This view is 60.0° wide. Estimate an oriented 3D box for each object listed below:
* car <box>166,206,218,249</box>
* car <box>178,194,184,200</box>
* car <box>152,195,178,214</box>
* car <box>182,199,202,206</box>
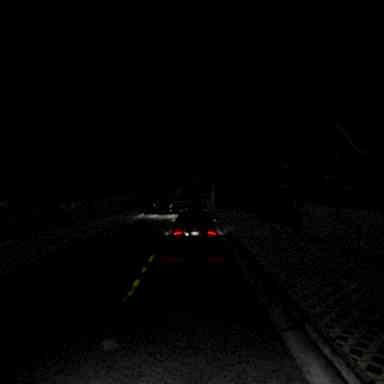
[{"bbox_3d":[0.098,1.541,14.454,2.033,1.411,5.357,0,0,0],"label":"car"},{"bbox_3d":[-2.740,1.303,76.599,1.812,1.442,4.674,0,0,0],"label":"car"},{"bbox_3d":[-2.842,1.339,34.332,2.097,1.767,4.553,0,0,0],"label":"car"},{"bbox_3d":[0.102,1.590,32.626,1.895,1.301,4.718,0,0,0],"label":"car"}]
